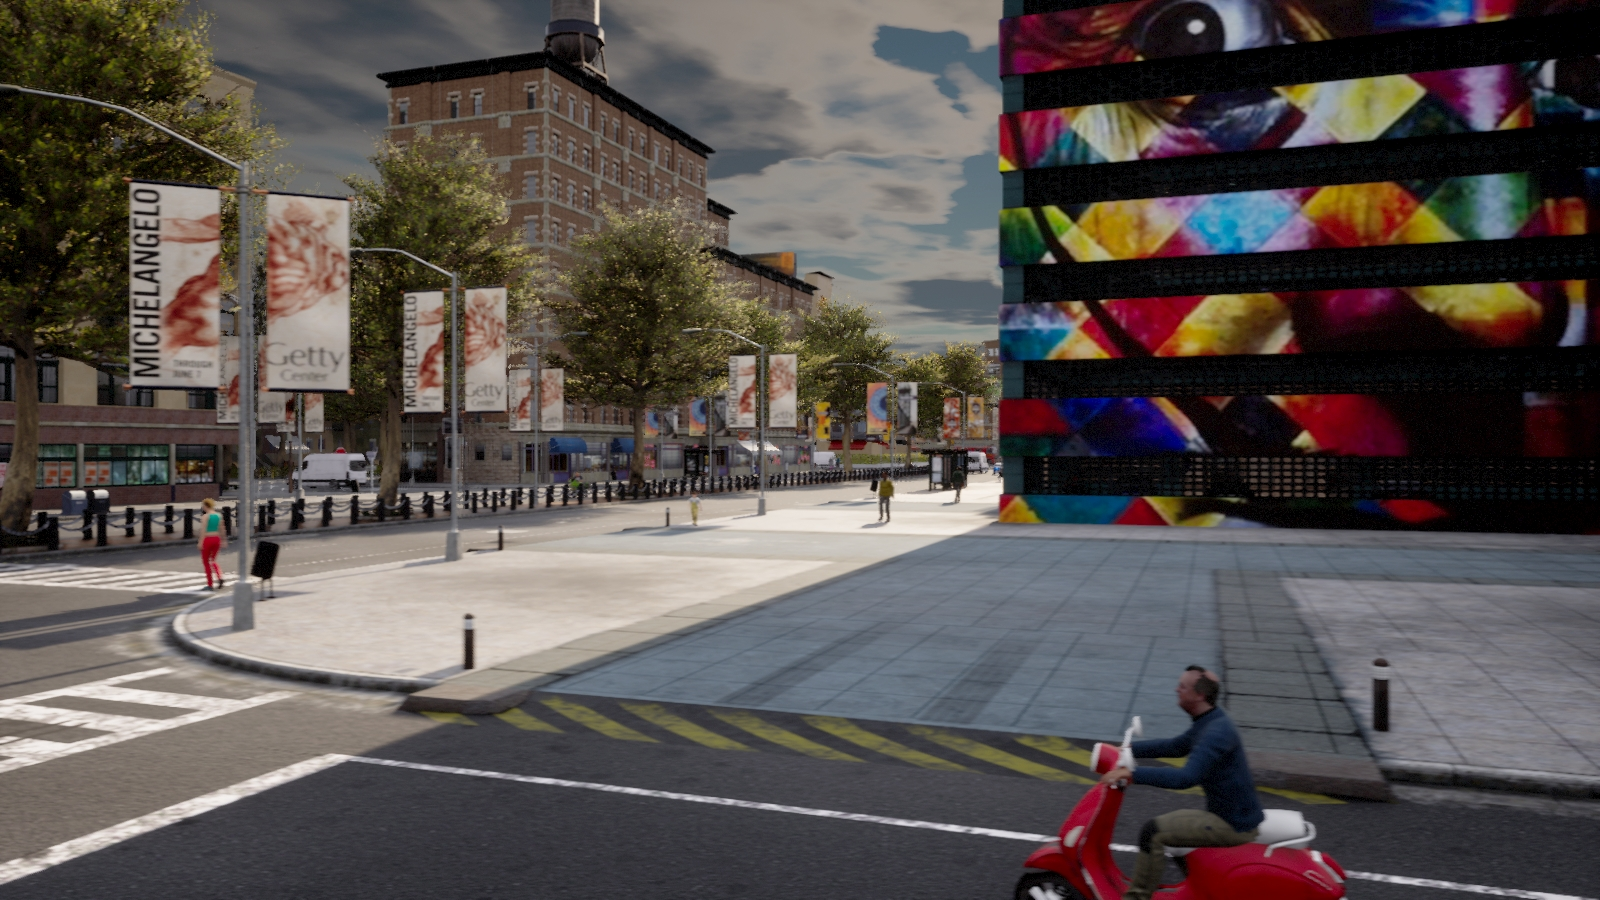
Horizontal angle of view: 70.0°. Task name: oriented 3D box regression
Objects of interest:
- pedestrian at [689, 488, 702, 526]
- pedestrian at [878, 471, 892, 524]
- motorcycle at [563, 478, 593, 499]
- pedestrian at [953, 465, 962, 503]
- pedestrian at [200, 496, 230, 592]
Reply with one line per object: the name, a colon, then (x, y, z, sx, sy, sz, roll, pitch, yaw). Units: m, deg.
pedestrian: (-3.628, 1.977, 39.650, 0.375, 1.300, 0.375, 0, 0, 13)
pedestrian: (3.065, 1.697, 41.042, 0.375, 1.860, 0.375, 0, 0, 33)
motorcycle: (-12.740, 2.214, 65.629, 0.803, 1.145, 2.033, 0, 0, 20)
pedestrian: (7.883, 1.698, 57.088, 0.375, 1.860, 0.375, 0, 0, 22)
pedestrian: (-11.595, 1.849, 22.642, 0.375, 1.860, 0.375, 0, 0, 26)
